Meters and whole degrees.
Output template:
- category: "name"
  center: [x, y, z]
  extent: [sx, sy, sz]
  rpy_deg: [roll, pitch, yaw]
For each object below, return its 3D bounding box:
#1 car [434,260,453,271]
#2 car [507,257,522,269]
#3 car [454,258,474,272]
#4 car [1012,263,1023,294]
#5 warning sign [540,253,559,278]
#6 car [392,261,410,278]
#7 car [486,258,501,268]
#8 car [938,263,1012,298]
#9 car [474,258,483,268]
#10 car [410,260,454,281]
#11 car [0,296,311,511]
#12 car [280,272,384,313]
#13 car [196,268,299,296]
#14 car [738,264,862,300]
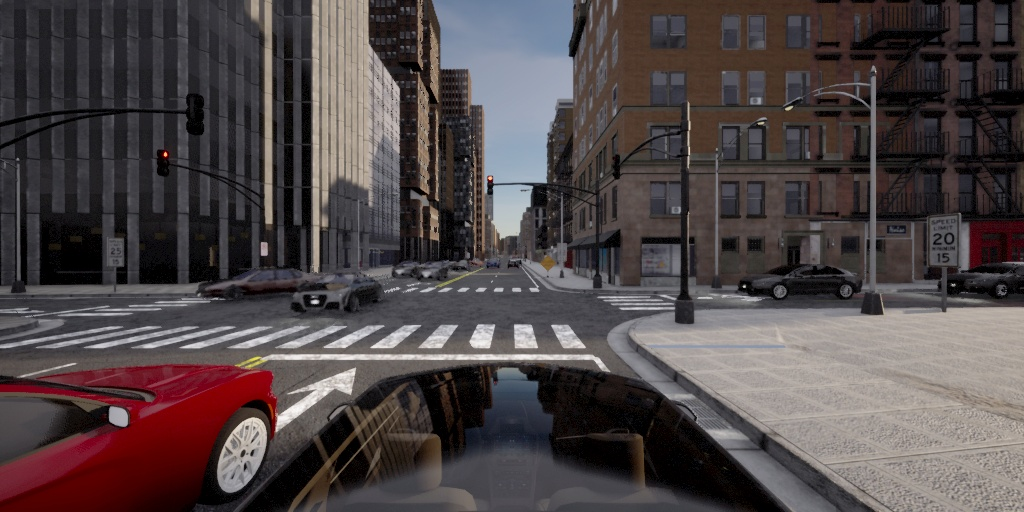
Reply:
- category: "car"
  center: [-9.715, 1.326, 51.259]
  extent: [1.994, 1.385, 4.181]
  rpy_deg: [0, 0, 0]
- category: "car"
  center: [0.189, 1.271, 58.703]
  extent: [1.837, 1.490, 4.892]
  rpy_deg: [0, 0, 0]
- category: "car"
  center: [-6.484, 1.265, 46.576]
  extent: [1.837, 1.490, 4.892]
  rpy_deg: [0, 0, 0]
- category: "car"
  center: [22.601, 1.055, 13.451]
  extent: [4.892, 1.490, 1.837]
  rpy_deg: [0, 0, 0]
- category: "warning sign"
  center: [2.915, 0.868, 29.098]
  extent: [1.300, 1.860, 1.060]
  rpy_deg: [0, 0, 0]
- category: "car"
  center: [-9.772, 1.247, 33.698]
  extent: [2.128, 1.511, 4.902]
  rpy_deg: [0, 0, 0]
- category: "car"
  center: [-3.054, 1.119, 59.451]
  extent: [2.097, 1.767, 4.553]
  rpy_deg: [0, 0, 1]
- category: "car"
  center: [22.304, 1.048, 16.149]
  extent: [4.892, 1.490, 1.837]
  rpy_deg: [0, 0, 0]
- category: "car"
  center: [-6.350, 1.131, 63.302]
  extent: [2.097, 1.767, 4.553]
  rpy_deg: [0, 0, 0]
- category: "car"
  center: [-6.532, 1.245, 29.839]
  extent: [2.128, 1.511, 4.902]
  rpy_deg: [0, 0, 0]
- category: "car"
  center: [-3.154, 1.228, 1.379]
  extent: [1.882, 1.535, 5.008]
  rpy_deg: [0, 0, 0]
- category: "car"
  center: [-6.583, 1.337, 13.961]
  extent: [1.994, 1.385, 4.181]
  rpy_deg: [0, 0, 0]
- category: "car"
  center: [-12.459, 1.341, 18.282]
  extent: [2.033, 1.411, 5.357]
  rpy_deg: [0, 1, 39]
- category: "car"
  center: [12.907, 1.116, 16.232]
  extent: [4.892, 1.490, 1.837]
  rpy_deg: [0, 0, -1]
